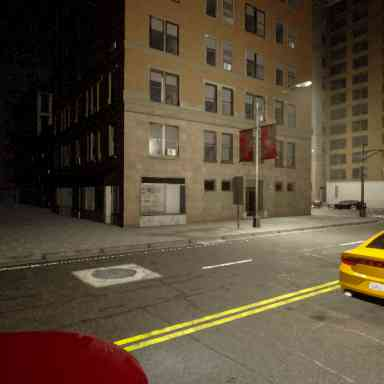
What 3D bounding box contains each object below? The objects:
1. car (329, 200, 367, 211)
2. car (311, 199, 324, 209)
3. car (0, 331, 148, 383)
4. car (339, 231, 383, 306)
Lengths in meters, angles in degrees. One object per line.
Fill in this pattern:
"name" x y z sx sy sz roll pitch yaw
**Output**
"car" 18.826 1.597 40.308 1.947 1.339 4.313 0 0 -35
"car" 15.549 1.582 44.926 2.008 1.369 4.403 0 0 -35
"car" -2.426 1.526 1.708 4.674 1.442 1.812 0 0 -36
"car" 5.201 1.478 7.170 5.008 1.535 1.882 0 0 -35
